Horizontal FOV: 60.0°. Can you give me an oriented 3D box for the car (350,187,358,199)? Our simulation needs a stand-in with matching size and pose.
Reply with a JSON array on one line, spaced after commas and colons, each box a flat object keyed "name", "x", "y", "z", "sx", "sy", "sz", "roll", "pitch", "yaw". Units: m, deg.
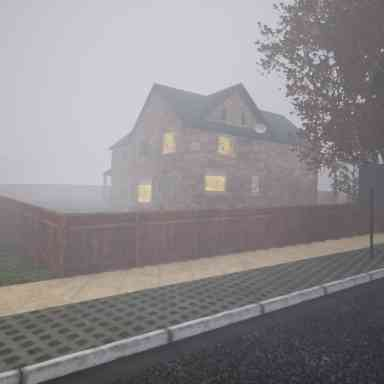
[{"name": "car", "x": 21.925, "y": 0.252, "z": 48.198, "sx": 2.150, "sy": 2.045, "sz": 5.566, "roll": 1, "pitch": 2, "yaw": -3}]

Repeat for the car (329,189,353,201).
[{"name": "car", "x": 19.189, "y": 0.638, "z": 44.351, "sx": 1.994, "sy": 1.385, "sz": 4.181, "roll": 1, "pitch": 2, "yaw": -4}]
